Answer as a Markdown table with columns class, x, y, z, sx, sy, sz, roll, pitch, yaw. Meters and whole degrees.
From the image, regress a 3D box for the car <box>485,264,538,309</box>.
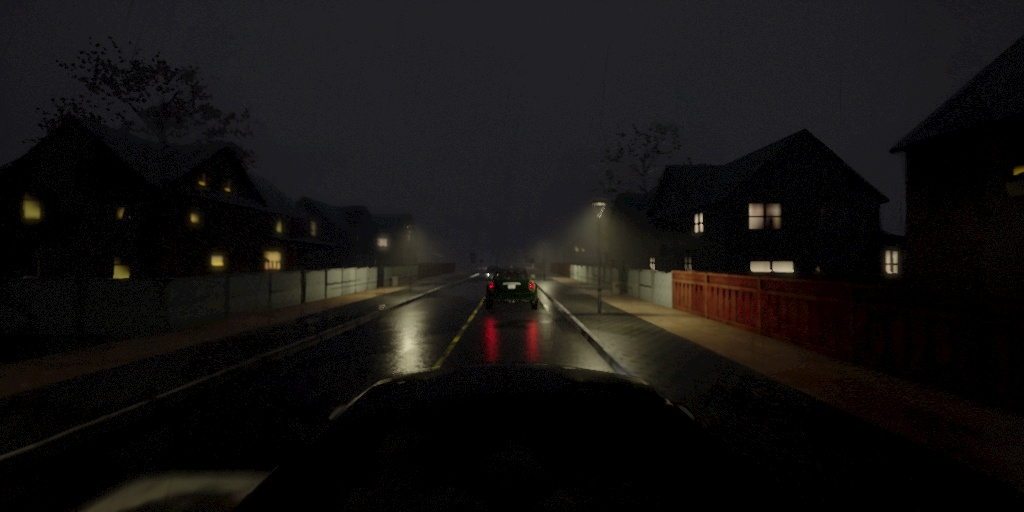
| class | x | y | z | sx | sy | sz | roll | pitch | yaw |
| --- | --- | --- | --- | --- | --- | --- | --- | --- | --- |
| car | -0.008 | 1.236 | 15.937 | 2.097 | 1.767 | 4.553 | 0 | -1 | 0 |

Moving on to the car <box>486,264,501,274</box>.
| class | x | y | z | sx | sy | sz | roll | pitch | yaw |
| --- | --- | --- | --- | --- | --- | --- | --- | --- | --- |
| car | -2.790 | 1.974 | 54.278 | 1.994 | 1.385 | 4.181 | 0 | -1 | 0 |
